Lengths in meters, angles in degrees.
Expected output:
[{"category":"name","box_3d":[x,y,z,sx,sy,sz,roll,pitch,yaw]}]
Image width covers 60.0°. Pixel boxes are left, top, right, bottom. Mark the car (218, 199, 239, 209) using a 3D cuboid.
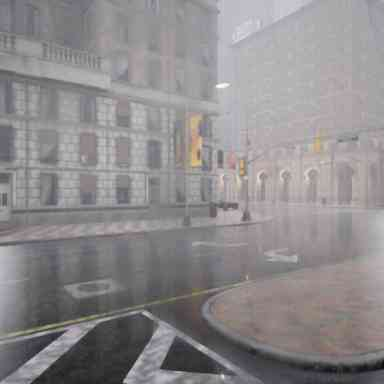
[{"category":"car","box_3d":[4.039,1.588,43.919,1.895,1.301,4.718,0,0,-36]}]
